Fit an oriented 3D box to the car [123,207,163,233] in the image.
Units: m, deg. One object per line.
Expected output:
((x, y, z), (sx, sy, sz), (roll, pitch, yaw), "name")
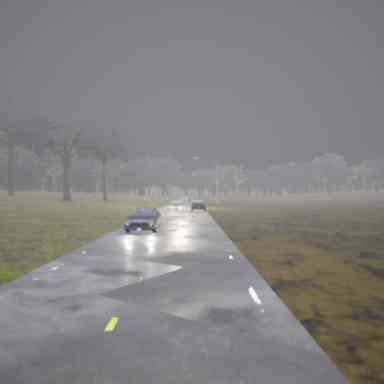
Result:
((-2.849, 1.649, 20.551), (2.033, 1.411, 5.357), (0, 0, 0), "car")

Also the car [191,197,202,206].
((0.823, 1.689, 58.944), (1.882, 1.535, 5.008), (0, 0, 0), "car")

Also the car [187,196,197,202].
((-0.002, 1.632, 77.298), (2.033, 1.411, 5.357), (0, 0, 0), "car")

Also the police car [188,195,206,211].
((0.824, 1.602, 43.053), (1.930, 1.638, 5.238), (0, 0, 0), "police car")

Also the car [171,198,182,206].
((-2.782, 1.815, 60.563), (1.895, 1.301, 4.718), (0, 0, 1), "car")
